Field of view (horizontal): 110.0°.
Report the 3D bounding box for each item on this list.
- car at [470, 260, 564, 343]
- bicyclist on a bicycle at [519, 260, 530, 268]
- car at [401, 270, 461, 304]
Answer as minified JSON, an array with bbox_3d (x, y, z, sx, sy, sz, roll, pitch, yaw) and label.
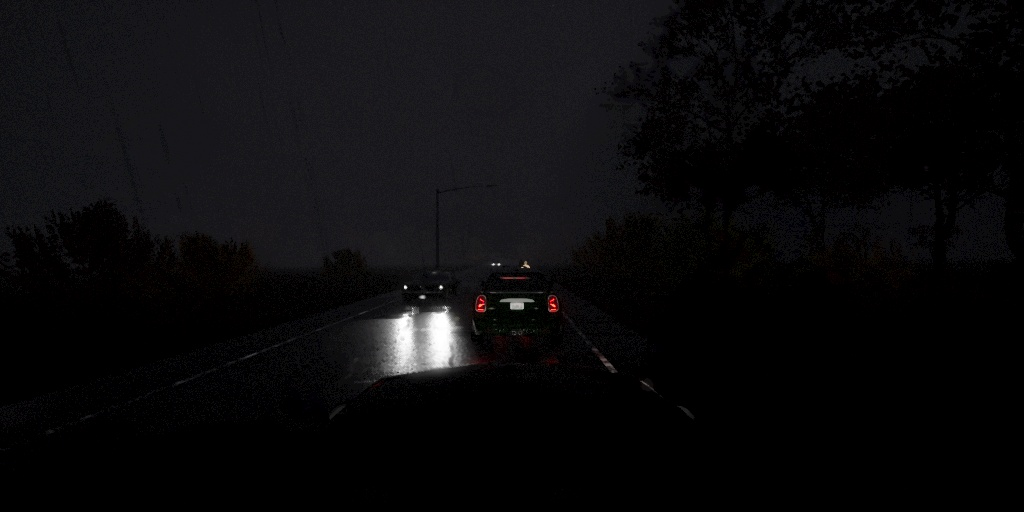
[{"bbox_3d":[0.113,1.099,9.857,2.097,1.767,4.553,0,0,0],"label":"car"},{"bbox_3d":[0.974,1.177,25.680,0.866,1.612,1.509,0,0,1],"label":"bicyclist on a bicycle"},{"bbox_3d":[-3.582,1.345,16.606,1.895,1.301,4.718,0,0,0],"label":"car"}]
